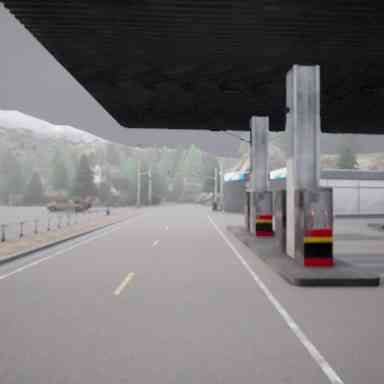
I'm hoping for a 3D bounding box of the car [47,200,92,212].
[{"bbox_3d":[-16.398,1.830,43.769,5.027,1.636,2.152,0,-1,0],"label":"car"}]

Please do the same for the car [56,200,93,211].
[{"bbox_3d":[-16.466,1.875,46.906,4.514,1.523,2.007,0,-1,0],"label":"car"}]
